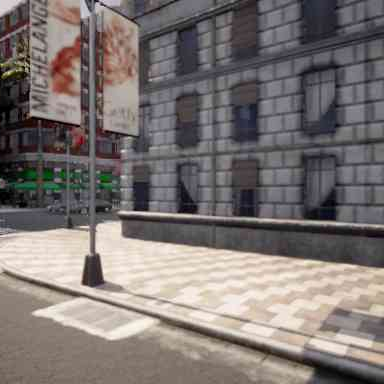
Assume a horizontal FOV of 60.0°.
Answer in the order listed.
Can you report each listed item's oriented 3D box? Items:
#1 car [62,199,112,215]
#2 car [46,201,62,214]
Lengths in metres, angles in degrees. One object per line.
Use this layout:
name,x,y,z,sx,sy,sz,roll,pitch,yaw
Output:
car,-10.674,1.533,34.978,1.837,1.490,4.892,0,0,36
car,-13.622,1.521,36.875,2.128,1.511,4.902,0,0,36
